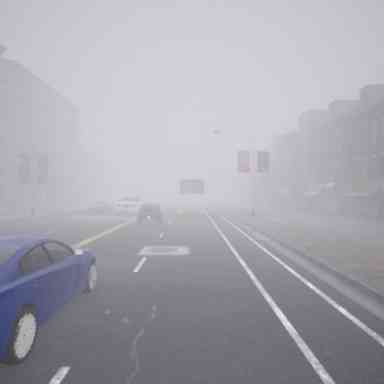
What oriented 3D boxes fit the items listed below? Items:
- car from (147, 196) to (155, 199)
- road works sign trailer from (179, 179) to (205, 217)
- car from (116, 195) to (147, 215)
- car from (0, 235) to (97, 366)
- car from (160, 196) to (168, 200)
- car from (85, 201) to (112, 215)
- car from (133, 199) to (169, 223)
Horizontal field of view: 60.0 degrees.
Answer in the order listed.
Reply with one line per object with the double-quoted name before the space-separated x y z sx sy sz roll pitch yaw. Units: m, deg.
"car" -9.745 1.624 77.463 1.837 1.490 4.892 0 0 0
"road works sign trailer" 0.002 0.579 31.676 2.380 3.560 2.880 0 0 0
"car" -6.587 1.354 35.685 2.150 2.045 5.566 0 0 0
"car" -3.151 1.493 5.850 1.882 1.535 5.008 0 0 0
"car" -6.495 1.649 77.463 1.812 1.442 4.674 0 0 0
"car" -9.838 1.658 35.422 1.812 1.442 4.674 0 0 0
"car" -3.150 1.596 26.518 1.837 1.490 4.892 0 0 0
